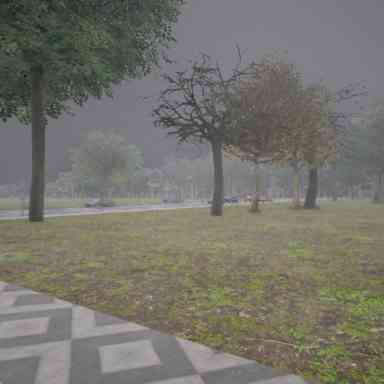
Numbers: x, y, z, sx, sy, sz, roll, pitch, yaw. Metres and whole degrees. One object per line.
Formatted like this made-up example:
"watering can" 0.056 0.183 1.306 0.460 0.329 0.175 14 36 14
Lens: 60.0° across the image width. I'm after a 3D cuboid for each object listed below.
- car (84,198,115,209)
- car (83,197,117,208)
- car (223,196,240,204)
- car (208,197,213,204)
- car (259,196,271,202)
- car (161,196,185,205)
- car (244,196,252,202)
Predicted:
"car" -13.195 1.647 47.274 1.994 1.385 4.181 -1 -1 35
"car" -14.196 1.615 51.474 2.128 1.511 4.902 -1 -1 35
"car" 7.583 1.574 65.003 1.837 1.490 4.892 -1 -1 35
"car" 4.924 1.668 66.874 1.994 1.385 4.181 -1 -1 35
"car" 17.282 1.671 78.852 1.994 1.385 4.181 -1 -1 35
"car" -3.446 1.461 60.863 2.033 1.411 5.357 -1 -1 35
"car" 14.028 1.675 79.882 1.812 1.442 4.674 -1 -1 35
